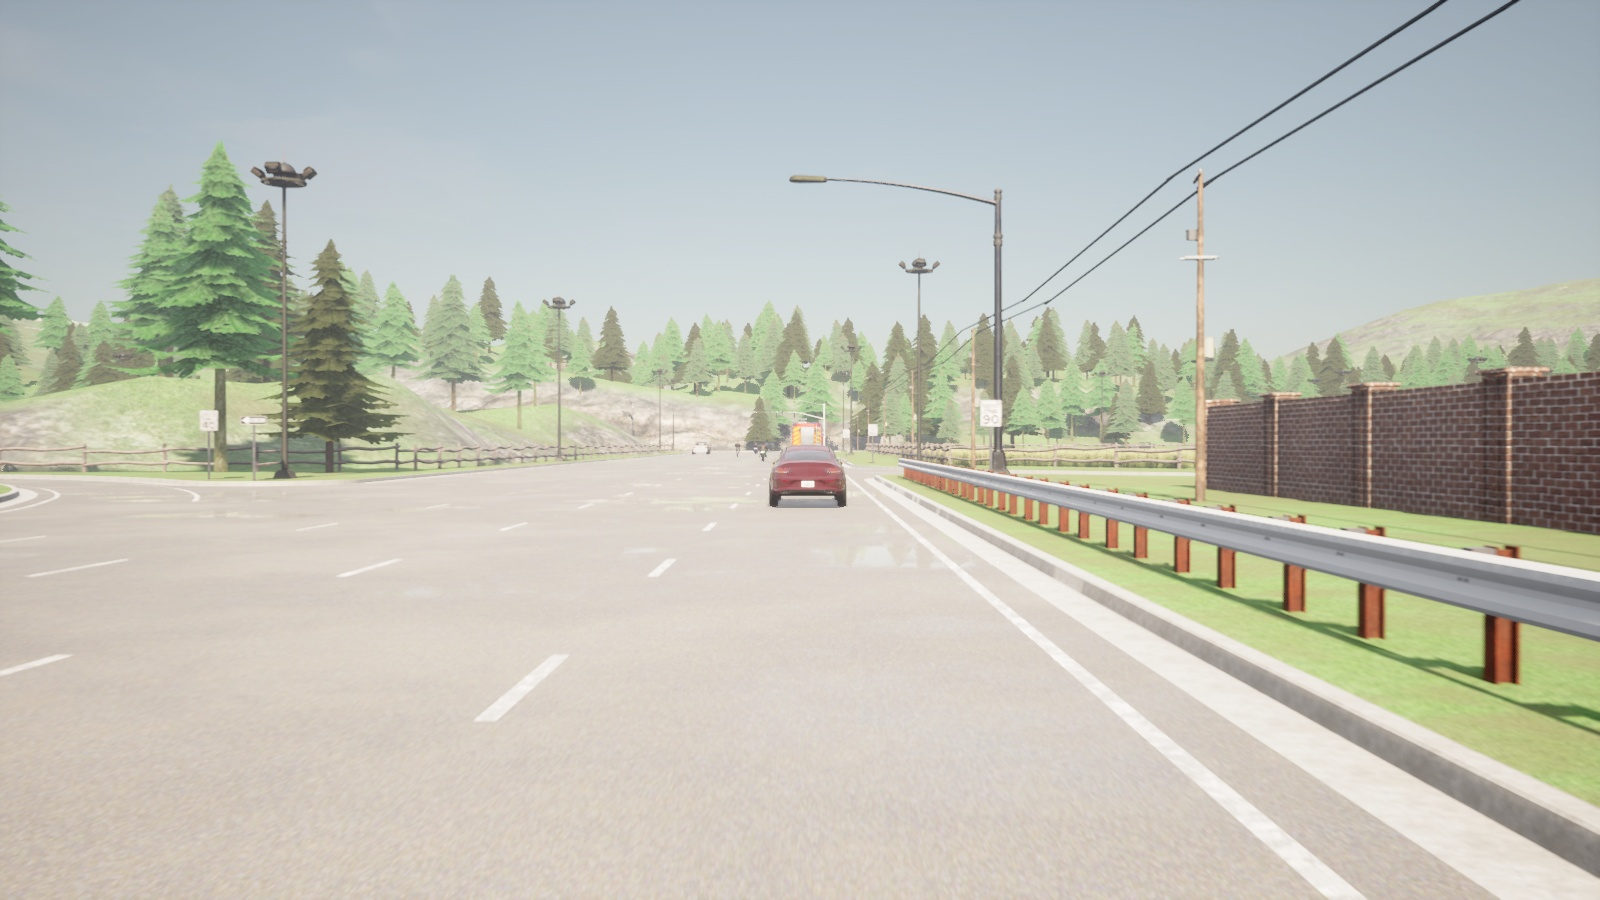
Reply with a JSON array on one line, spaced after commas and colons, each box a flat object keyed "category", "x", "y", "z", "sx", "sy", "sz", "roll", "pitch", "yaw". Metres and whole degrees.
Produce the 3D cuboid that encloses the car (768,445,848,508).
[{"category": "car", "x": 0.190, "y": 0.598, "z": 30.964, "sx": 1.812, "sy": 1.442, "sz": 4.674, "roll": 0, "pitch": 0, "yaw": 0}]
